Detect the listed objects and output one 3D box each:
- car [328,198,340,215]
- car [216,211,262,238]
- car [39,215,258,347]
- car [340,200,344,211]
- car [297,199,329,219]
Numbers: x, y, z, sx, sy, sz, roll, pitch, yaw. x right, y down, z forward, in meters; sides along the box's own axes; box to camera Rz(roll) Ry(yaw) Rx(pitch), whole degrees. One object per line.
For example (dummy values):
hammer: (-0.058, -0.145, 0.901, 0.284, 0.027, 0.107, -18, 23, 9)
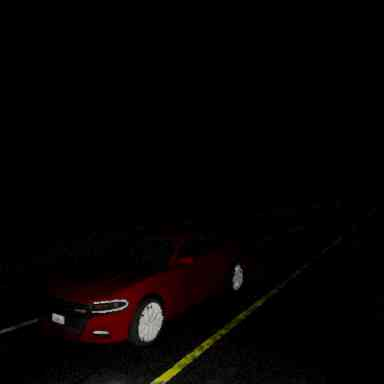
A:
car: (13.526, 1.575, 34.153, 1.947, 1.339, 4.313, 0, 0, 32)
car: (1.844, 1.569, 15.392, 1.947, 1.339, 4.313, 0, 0, 32)
car: (-0.533, 1.479, 6.720, 1.882, 1.535, 5.008, 0, 0, 32)
car: (16.446, 1.451, 38.843, 1.967, 1.590, 4.097, 0, 0, 32)
car: (10.605, 1.590, 29.463, 1.802, 1.307, 4.206, 0, 0, 32)
